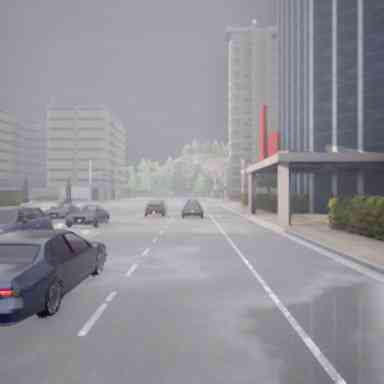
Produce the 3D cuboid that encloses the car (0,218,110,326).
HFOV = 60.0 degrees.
[{"bbox_3d":[-3.393,1.555,7.392,2.033,1.411,5.357,0,0,0],"label":"car"}]

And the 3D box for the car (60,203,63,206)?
[{"bbox_3d":[-10.481,1.592,27.335,1.994,1.385,4.181,0,0,0],"label":"car"}]

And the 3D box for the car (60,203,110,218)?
[{"bbox_3d":[-6.987,1.587,22.661,1.994,1.385,4.181,0,0,1],"label":"car"}]

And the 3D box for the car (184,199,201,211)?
[{"bbox_3d":[0.064,1.594,42.840,2.033,1.411,5.357,0,0,0],"label":"car"}]

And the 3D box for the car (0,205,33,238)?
[{"bbox_3d":[-10.543,1.508,17.355,2.128,1.511,4.902,0,0,0],"label":"car"}]

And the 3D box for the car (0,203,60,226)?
[{"bbox_3d":[-7.073,1.364,12.615,2.097,1.767,4.553,0,0,0],"label":"car"}]

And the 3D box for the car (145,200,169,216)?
[{"bbox_3d":[-3.438,1.541,32.440,1.837,1.490,4.892,0,0,0],"label":"car"}]

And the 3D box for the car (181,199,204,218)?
[{"bbox_3d":[0.043,1.597,30.541,1.994,1.385,4.181,0,0,0],"label":"car"}]
